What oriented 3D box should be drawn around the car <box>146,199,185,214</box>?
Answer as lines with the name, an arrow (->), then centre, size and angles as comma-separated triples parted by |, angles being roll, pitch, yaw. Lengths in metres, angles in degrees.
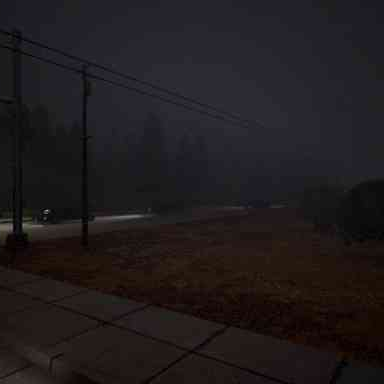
car -> -2.666, 1.437, 34.186 | 2.128, 1.511, 4.902 | 0, 0, 37

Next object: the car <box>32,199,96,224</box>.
car -> -9.521, 1.359, 24.942 | 2.097, 1.767, 4.553 | 0, 0, 37

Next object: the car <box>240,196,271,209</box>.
car -> 8.468, 1.469, 42.997 | 1.895, 1.301, 4.718 | 0, 0, 37

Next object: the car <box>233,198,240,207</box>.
car -> 7.792, 1.334, 48.184 | 1.882, 1.535, 5.008 | 0, 0, 37
